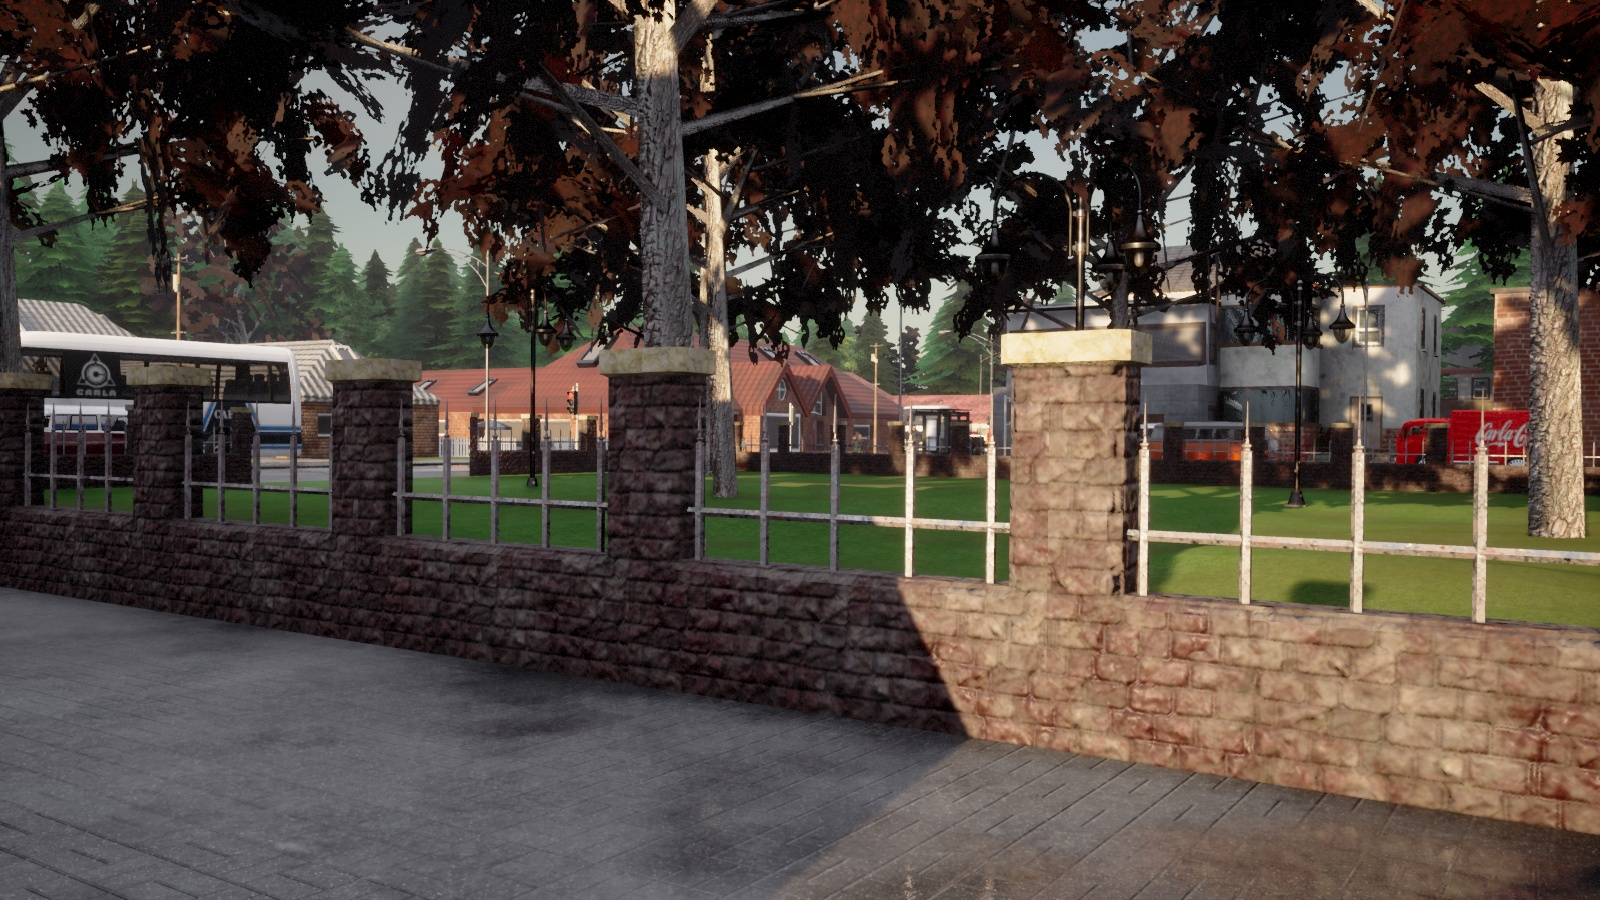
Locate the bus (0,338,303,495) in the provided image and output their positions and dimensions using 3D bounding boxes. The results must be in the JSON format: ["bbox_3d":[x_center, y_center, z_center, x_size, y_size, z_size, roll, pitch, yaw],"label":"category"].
[{"bbox_3d":[-21.067,-0.982,38.613,3.944,4.253,10.273,0,1,33],"label":"bus"}]

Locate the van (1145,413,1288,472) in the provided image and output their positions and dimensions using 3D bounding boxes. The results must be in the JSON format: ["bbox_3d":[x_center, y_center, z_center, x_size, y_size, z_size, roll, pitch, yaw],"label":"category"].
[{"bbox_3d":[14.587,-0.249,44.090,4.442,1.987,1.775,0,1,33],"label":"van"}]

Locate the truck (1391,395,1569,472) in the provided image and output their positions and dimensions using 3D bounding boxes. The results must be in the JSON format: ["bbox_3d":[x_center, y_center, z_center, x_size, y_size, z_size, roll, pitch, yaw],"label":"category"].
[{"bbox_3d":[23.320,-0.555,43.110,5.204,2.467,2.627,0,1,32],"label":"truck"}]

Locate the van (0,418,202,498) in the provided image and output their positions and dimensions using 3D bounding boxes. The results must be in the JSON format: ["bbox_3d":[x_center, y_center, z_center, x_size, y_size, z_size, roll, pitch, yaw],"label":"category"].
[{"bbox_3d":[-19.074,0.159,34.308,2.069,2.038,4.480,0,1,33],"label":"van"}]

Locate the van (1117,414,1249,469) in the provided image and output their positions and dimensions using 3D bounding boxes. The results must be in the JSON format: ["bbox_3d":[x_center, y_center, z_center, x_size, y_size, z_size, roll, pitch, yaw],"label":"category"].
[{"bbox_3d":[14.833,-0.345,48.741,4.480,2.038,2.069,0,1,34],"label":"van"}]

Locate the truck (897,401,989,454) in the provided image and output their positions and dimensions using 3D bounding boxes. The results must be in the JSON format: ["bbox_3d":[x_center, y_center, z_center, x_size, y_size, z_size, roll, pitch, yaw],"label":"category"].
[{"bbox_3d":[9.779,-1.498,84.974,2.891,3.462,7.936,0,1,34],"label":"truck"}]
